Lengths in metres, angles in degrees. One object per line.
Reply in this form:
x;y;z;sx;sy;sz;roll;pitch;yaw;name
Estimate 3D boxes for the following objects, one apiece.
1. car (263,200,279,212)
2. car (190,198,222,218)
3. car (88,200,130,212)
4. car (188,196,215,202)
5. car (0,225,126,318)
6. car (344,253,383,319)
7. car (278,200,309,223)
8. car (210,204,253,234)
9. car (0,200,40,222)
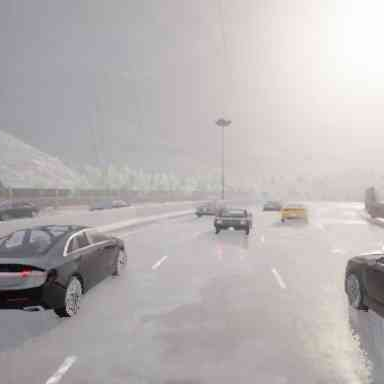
9.816;1.598;39.378;1.994;1.385;4.181;0;0;26;car
1.866;1.548;29.732;2.033;1.411;5.357;0;0;19;car
-8.140;1.502;33.407;2.033;1.411;5.357;0;0;20;car
0.838;1.540;45.313;2.033;1.411;5.357;0;0;27;car
-2.893;1.476;7.423;2.128;1.511;4.902;0;0;5;car
3.910;1.508;4.854;2.128;1.511;4.902;0;0;4;car
8.198;1.508;26.491;1.882;1.535;5.008;0;0;18;car
2.539;1.607;19.413;1.895;1.301;4.718;0;0;13;car
-14.024;1.435;25.814;1.837;1.490;4.892;0;0;15;car
